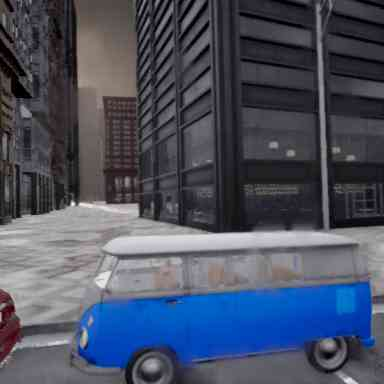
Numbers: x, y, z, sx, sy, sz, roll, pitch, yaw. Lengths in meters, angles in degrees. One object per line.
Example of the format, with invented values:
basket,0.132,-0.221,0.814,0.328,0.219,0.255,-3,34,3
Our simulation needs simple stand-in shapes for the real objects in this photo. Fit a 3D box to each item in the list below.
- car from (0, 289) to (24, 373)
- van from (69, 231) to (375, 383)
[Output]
car,-4.283,1.617,3.692,4.097,1.590,1.967,0,-2,-13
van,0.485,1.486,4.756,3.998,1.788,1.690,0,-2,-13
